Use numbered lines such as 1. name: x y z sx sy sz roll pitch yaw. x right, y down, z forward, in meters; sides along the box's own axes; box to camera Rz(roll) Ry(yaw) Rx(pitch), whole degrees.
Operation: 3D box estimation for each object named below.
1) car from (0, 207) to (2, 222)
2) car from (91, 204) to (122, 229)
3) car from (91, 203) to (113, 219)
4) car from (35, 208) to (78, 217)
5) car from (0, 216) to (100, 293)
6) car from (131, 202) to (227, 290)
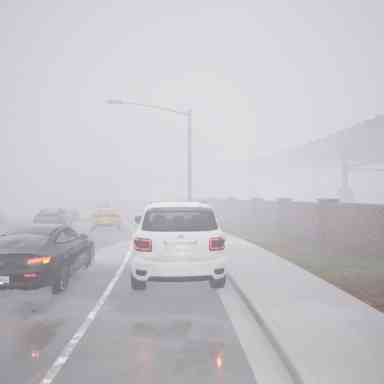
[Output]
1. car: -18.588 1.825 29.540 2.150 2.045 5.566 0 -2 -17
2. car: -6.245 1.864 24.456 1.882 1.535 5.008 0 -2 -12
3. car: -10.470 2.153 38.531 2.097 1.767 4.553 0 -2 -20
4. car: -9.491 1.851 22.969 2.128 1.511 4.902 0 -2 -12
5. car: -3.897 1.576 8.766 1.812 1.442 4.674 0 -1 -5
6. car: -0.451 1.278 9.412 2.150 2.045 5.566 0 -1 -5
